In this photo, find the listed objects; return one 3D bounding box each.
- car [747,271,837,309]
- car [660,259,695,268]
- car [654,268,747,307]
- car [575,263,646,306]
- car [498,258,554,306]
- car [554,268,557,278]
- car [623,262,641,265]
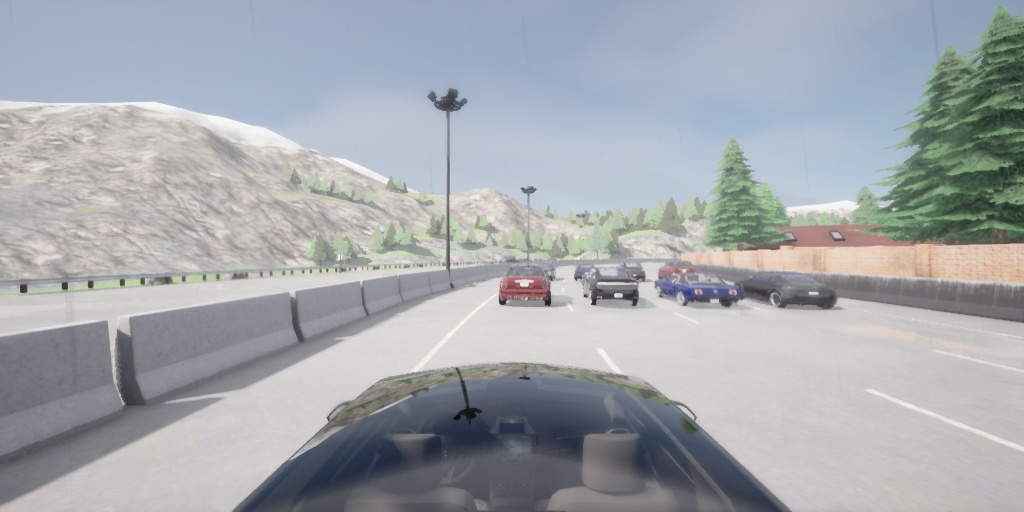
[{"bbox_3d":[11.133,1.320,15.006,1.994,1.385,4.181,0,0,5],"label":"car"},{"bbox_3d":[13.020,1.114,28.364,2.097,1.767,4.553,0,0,11],"label":"car"},{"bbox_3d":[7.651,1.364,15.363,1.895,1.301,4.718,0,0,5],"label":"car"},{"bbox_3d":[4.163,1.242,15.660,2.128,1.511,4.902,0,0,5],"label":"car"},{"bbox_3d":[0.676,1.113,15.957,2.097,1.767,4.553,0,0,5],"label":"car"},{"bbox_3d":[2.709,1.311,30.348,2.033,1.411,5.357,0,0,11],"label":"car"},{"bbox_3d":[9.586,1.243,29.045,2.128,1.511,4.902,0,0,11],"label":"car"}]
